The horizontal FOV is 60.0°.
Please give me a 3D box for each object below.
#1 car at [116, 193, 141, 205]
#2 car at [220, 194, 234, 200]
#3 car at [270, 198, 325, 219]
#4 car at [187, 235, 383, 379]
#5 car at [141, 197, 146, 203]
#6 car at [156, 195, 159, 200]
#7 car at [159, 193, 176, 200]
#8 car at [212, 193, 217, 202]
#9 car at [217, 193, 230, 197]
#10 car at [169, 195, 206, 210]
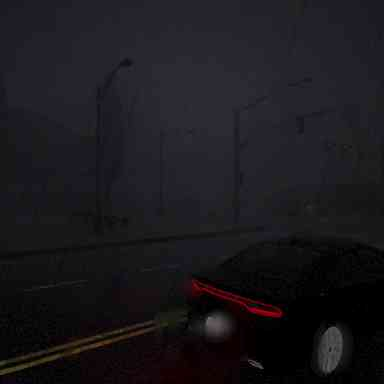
[{"bbox_3d":[-11.433,1.223,57.884,2.150,2.045,5.566,0,0,-35],"label":"car"},{"bbox_3d":[9.960,1.395,95.055,3.806,1.475,1.970,0,0,-37],"label":"car"},{"bbox_3d":[9.099,1.352,28.889,2.097,1.767,4.553,0,0,-38],"label":"car"},{"bbox_3d":[2.241,1.478,5.607,5.008,1.535,1.882,0,0,-37],"label":"car"},{"bbox_3d":[-11.706,1.540,70.537,2.033,1.411,5.357,0,0,-35],"label":"car"},{"bbox_3d":[-7.366,1.153,89.192,4.605,1.855,1.932,0,0,-37],"label":"car"},{"bbox_3d":[-5.687,1.156,86.834,3.866,1.878,1.905,0,0,-37],"label":"car"},{"bbox_3d":[6.022,1.156,71.086,3.866,1.878,1.905,0,0,-37],"label":"car"},{"bbox_3d":[7.736,1.395,68.753,3.806,1.475,1.970,0,0,-37],"label":"car"},{"bbox_3d":[-0.435,1.492,42.115,2.128,1.511,4.902,0,0,-35],"label":"car"}]
